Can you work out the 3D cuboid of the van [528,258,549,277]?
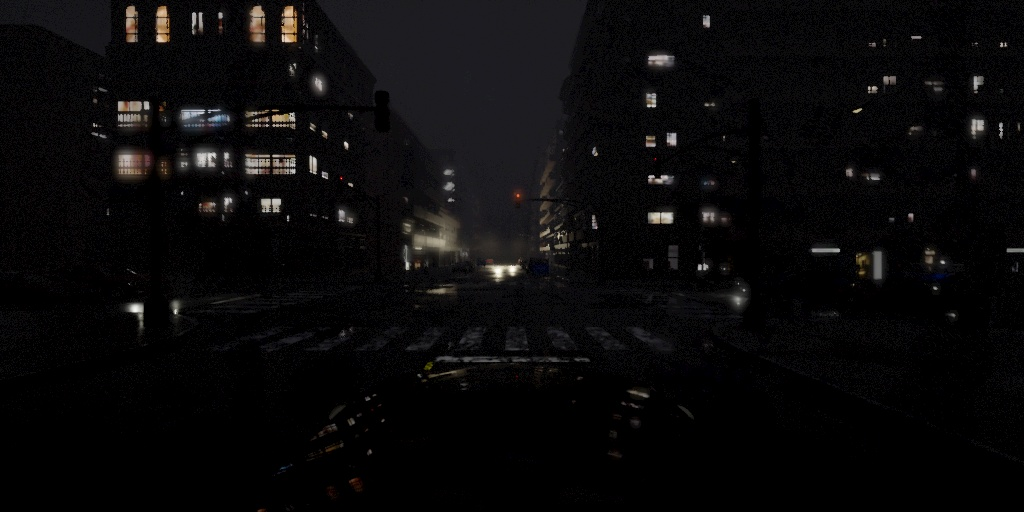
[{"bbox_3d":[2.776,1.109,35.961,1.690,1.789,3.998,0,0,0],"label":"van"}]

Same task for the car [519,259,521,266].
[{"bbox_3d":[2.618,1.252,58.018,1.967,1.591,4.097,0,0,0],"label":"car"}]

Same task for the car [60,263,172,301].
[{"bbox_3d":[-18.006,1.086,15.801,5.008,1.535,1.882,1,0,0],"label":"car"}]

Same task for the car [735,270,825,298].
[{"bbox_3d":[14.956,1.453,18.993,5.357,1.411,2.033,1,0,0],"label":"car"}]

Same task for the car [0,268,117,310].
[{"bbox_3d":[-17.756,1.215,13.219,4.207,1.307,1.802,0,0,0],"label":"car"}]

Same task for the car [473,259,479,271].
[{"bbox_3d":[-5.893,1.352,47.018,1.948,1.339,4.313,0,0,0],"label":"car"}]

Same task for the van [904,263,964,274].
[{"bbox_3d":[26.071,1.343,21.563,3.998,1.789,1.690,0,0,0],"label":"van"}]

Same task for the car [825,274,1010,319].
[{"bbox_3d":[14.697,1.498,13.200,4.507,1.381,1.888,0,0,0],"label":"car"}]

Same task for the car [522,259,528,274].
[{"bbox_3d":[2.680,1.091,41.457,2.192,1.841,5.009,0,0,0],"label":"car"}]

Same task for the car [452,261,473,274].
[{"bbox_3d":[-5.886,1.358,41.497,1.802,1.307,4.207,0,0,0],"label":"car"}]

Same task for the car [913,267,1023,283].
[{"bbox_3d":[24.866,1.516,18.987,4.892,1.490,1.837,1,0,0],"label":"car"}]
